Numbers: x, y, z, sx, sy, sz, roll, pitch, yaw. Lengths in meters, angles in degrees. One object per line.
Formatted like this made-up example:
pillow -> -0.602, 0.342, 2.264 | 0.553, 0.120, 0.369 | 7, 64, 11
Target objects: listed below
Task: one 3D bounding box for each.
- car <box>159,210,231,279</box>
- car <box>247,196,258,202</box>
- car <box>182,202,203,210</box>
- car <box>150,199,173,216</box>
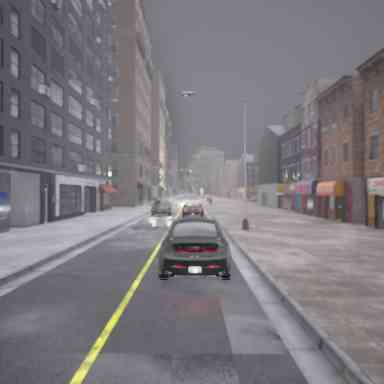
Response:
car -> 0.080, 1.523, 10.058 | 1.837, 1.490, 4.892 | 0, 0, 0
car -> 13.849, 1.540, 69.011 | 4.829, 1.417, 1.752 | 0, -1, 0
car -> 0.079, 1.612, 30.965 | 1.895, 1.301, 4.718 | 0, 0, 0
car -> -2.866, 1.515, 32.287 | 1.837, 1.490, 4.892 | 0, 0, 0
